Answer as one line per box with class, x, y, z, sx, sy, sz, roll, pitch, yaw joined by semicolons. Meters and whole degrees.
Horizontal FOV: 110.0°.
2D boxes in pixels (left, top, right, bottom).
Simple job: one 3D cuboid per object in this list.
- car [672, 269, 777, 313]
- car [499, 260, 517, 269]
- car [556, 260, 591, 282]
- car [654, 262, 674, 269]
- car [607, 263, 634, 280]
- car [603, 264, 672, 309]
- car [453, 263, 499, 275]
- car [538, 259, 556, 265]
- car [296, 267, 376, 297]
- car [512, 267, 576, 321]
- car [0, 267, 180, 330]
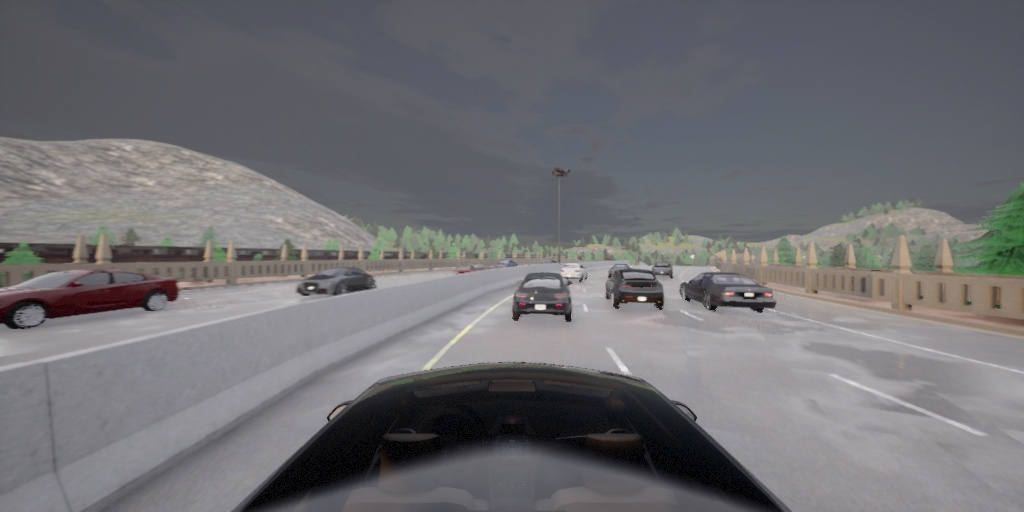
car;8.420;1.353;14.539;2.033;1.411;5.357;0;0;10
car;-0.804;1.274;51.717;1.812;1.442;4.674;0;0;28
car;5.111;1.311;29.651;1.812;1.442;4.674;0;0;18
car;14.773;1.339;35.198;2.128;1.511;4.902;0;0;24
car;9.961;1.380;32.712;1.994;1.385;4.181;0;0;21
car;5.067;1.289;15.238;1.837;1.490;4.892;0;0;10
car;-2.884;1.333;28.240;1.895;1.301;4.718;0;0;17
car;5.604;1.294;56.441;1.837;1.490;4.892;0;0;28
car;-8.768;1.258;18.215;1.994;1.385;4.181;0;0;10
car;1.113;1.283;12.429;1.812;1.442;4.674;0;0;8
car;-13.322;1.141;11.056;1.882;1.535;5.008;0;0;6
